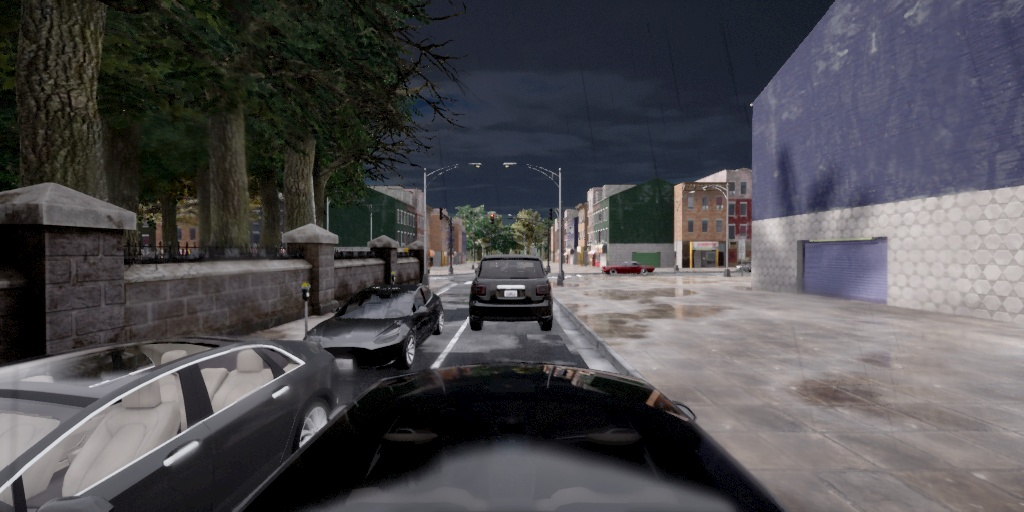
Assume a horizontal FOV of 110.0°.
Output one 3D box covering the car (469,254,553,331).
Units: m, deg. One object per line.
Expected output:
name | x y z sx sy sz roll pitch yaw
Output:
car | -0.011 0.973 11.070 2.150 2.045 5.566 0 0 0

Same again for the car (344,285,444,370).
car | -2.634 1.316 7.761 1.948 1.339 4.313 0 0 0

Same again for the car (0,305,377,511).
car | -2.641 1.300 2.073 2.007 1.370 4.403 0 0 0

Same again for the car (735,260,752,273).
car | 24.091 0.902 34.306 4.902 1.511 2.128 -1 1 1

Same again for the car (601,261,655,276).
car | 10.993 1.186 34.334 4.718 1.301 1.895 -1 1 0
